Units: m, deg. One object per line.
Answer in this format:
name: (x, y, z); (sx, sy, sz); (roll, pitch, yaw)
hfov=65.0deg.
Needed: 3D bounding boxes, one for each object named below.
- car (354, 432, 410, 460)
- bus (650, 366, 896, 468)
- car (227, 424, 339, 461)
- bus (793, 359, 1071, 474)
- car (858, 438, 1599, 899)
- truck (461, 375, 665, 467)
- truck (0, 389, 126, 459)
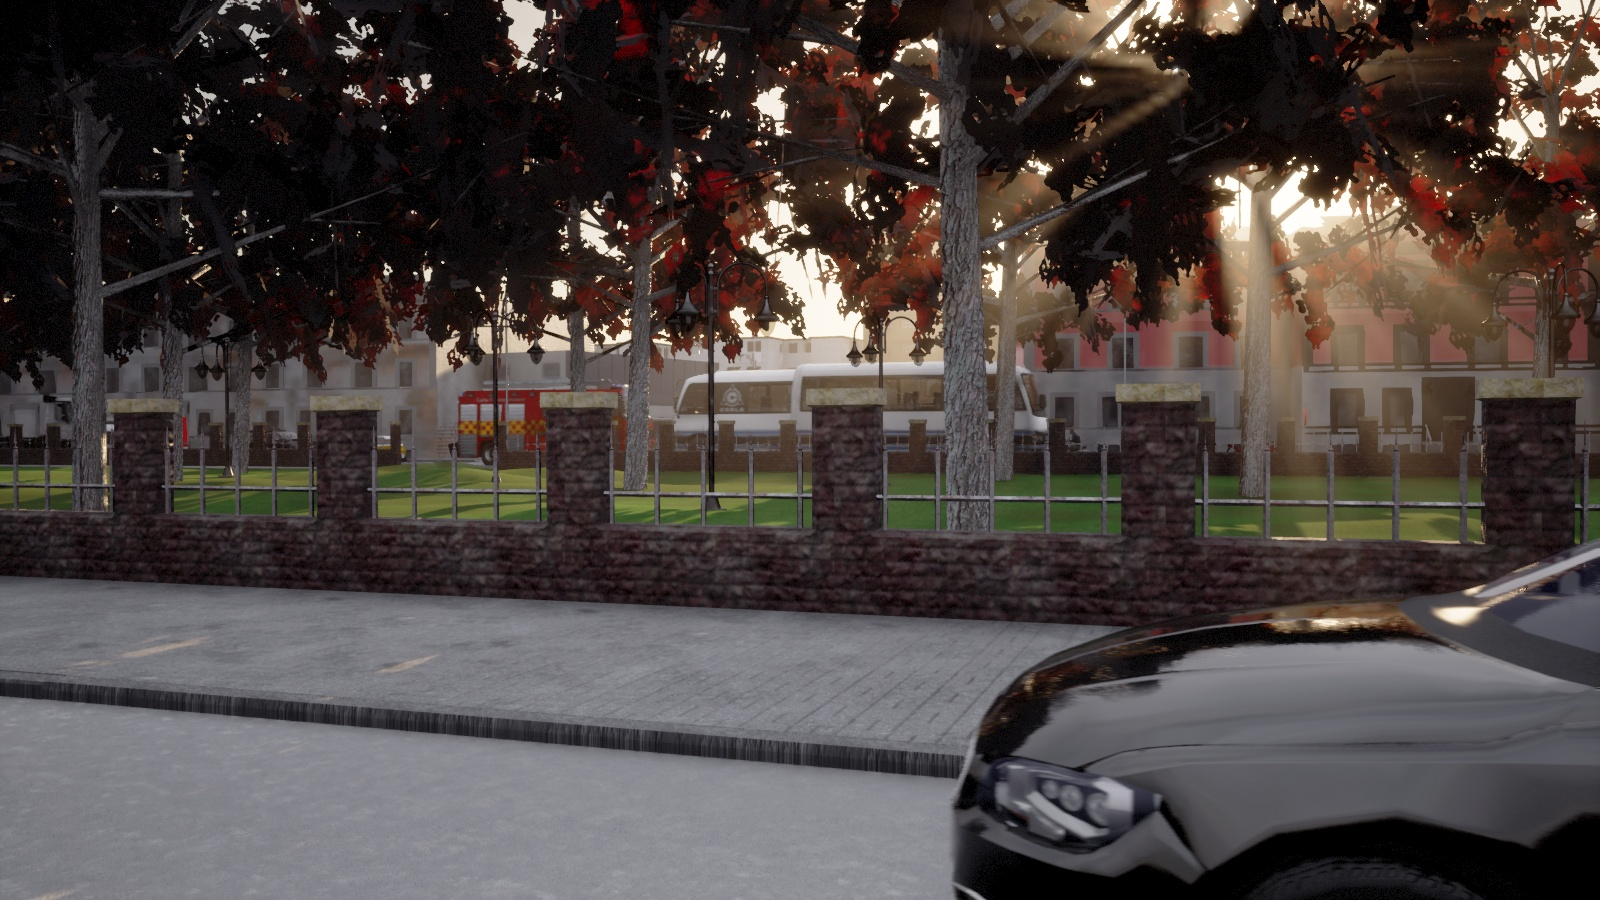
car: (-20.924, -0.205, 62.925); (2.207, 1.376, 1.481); (1, 1, 19)
bus: (-1.192, -1.454, 56.190); (10.273, 4.253, 3.944); (1, 1, 19)
car: (-24.672, -0.382, 59.969); (4.611, 1.667, 2.242); (1, 1, 19)
bus: (5.261, -1.327, 49.767); (10.273, 4.253, 3.944); (1, 1, 19)
car: (2.770, 0.747, 2.857); (4.902, 1.511, 2.128); (0, 1, 17)
truck: (-10.418, -1.260, 55.110); (8.468, 3.827, 2.891); (1, 1, 19)
truck: (-39.093, -1.340, 64.842); (7.936, 3.462, 2.891); (1, 1, 19)
